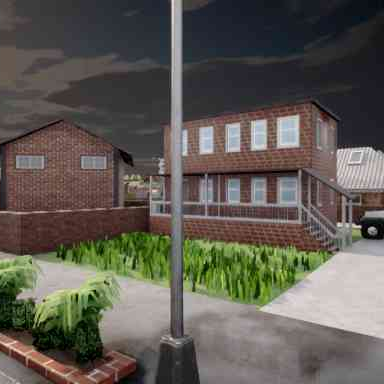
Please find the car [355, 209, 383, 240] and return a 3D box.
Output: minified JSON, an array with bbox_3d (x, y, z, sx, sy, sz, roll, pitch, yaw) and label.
[{"bbox_3d":[8.443,0.973,12.627,3.866,1.878,1.905,0,0,36],"label":"car"}]
